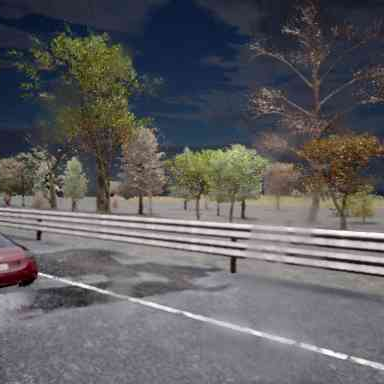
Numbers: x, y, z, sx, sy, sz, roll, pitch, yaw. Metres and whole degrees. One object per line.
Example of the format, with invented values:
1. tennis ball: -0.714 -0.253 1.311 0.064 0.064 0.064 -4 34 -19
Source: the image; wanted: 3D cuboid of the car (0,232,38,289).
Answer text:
1. car: -5.614 1.540 8.102 4.181 1.385 1.994 0 0 36
